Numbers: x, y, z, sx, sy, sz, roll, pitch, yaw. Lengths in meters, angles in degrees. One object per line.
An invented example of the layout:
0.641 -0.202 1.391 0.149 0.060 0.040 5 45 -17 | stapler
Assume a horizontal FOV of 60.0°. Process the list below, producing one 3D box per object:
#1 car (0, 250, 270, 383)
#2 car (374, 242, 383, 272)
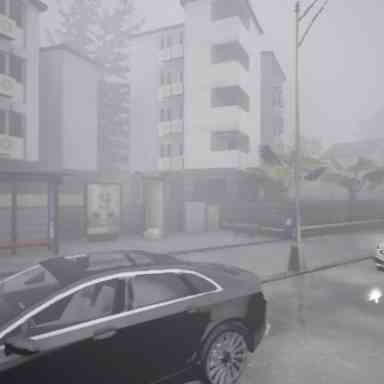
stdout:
-1.253 1.497 3.713 4.902 1.511 2.128 0 0 -36 | car
7.202 1.557 9.753 4.674 1.442 1.812 0 0 -36 | car
